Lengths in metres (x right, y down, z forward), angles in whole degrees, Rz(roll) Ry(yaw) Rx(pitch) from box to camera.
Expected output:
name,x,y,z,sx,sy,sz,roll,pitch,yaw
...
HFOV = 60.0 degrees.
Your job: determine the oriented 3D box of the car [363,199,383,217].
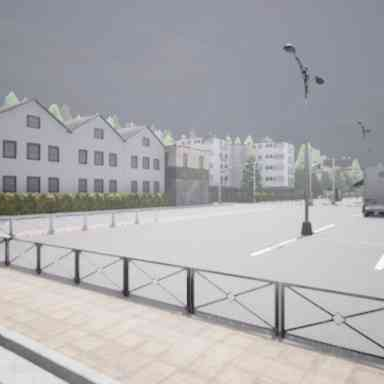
name,x,y,z,sx,sy,sz,roll,pitch,yaw
car,15.212,1.299,26.961,2.007,1.523,4.514,0,0,35
